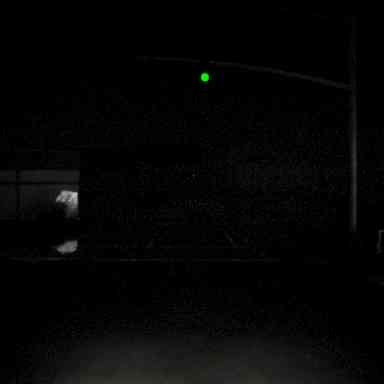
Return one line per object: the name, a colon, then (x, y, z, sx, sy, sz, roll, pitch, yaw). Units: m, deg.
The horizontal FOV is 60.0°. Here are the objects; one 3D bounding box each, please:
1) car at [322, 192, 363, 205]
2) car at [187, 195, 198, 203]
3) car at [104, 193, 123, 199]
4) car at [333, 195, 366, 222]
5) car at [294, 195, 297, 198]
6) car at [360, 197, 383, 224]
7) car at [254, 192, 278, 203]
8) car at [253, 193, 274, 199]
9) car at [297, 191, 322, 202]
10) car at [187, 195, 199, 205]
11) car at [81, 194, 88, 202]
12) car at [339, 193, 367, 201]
car: (20.532, 1.088, 44.949, 4.514, 1.523, 2.007, 0, 0, -1)
car: (0.108, 1.247, 64.381, 2.033, 1.411, 5.357, 0, 0, 0)
car: (-19.622, 0.944, 83.175, 4.674, 1.442, 1.812, 0, 0, 0)
car: (12.943, 1.223, 23.067, 5.027, 1.636, 2.152, 0, 0, -1)
car: (28.455, 0.960, 83.323, 5.357, 1.411, 2.033, 0, 0, 0)
car: (13.013, 1.246, 19.930, 4.514, 1.523, 2.007, 0, 0, -1)
car: (12.692, 1.093, 57.323, 3.806, 1.475, 1.970, 0, 0, -1)
car: (17.913, 0.945, 83.291, 4.902, 1.511, 2.128, 0, 0, 0)
car: (21.171, 0.829, 57.409, 4.605, 1.855, 1.932, 0, 0, -1)
car: (0.108, 1.259, 52.228, 1.837, 1.490, 4.892, 0, 0, 0)
car: (-20.719, 1.195, 61.001, 2.242, 1.667, 4.611, 0, 0, -1)
car: (31.142, 0.998, 64.409, 4.514, 1.523, 2.007, 0, 0, -1)
